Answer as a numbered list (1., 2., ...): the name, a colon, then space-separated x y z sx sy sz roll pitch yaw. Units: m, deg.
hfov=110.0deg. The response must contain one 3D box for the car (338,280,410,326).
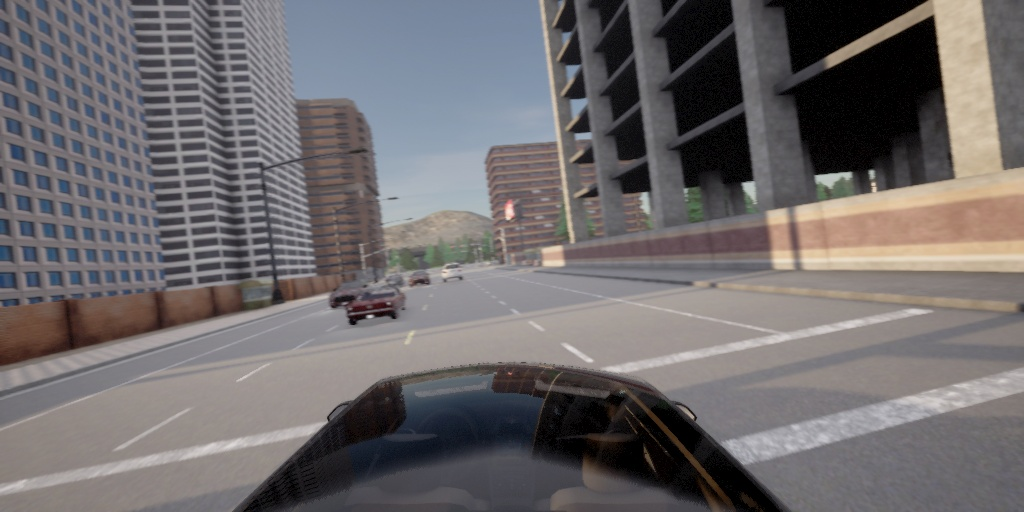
1. car: -5.937 2.106 16.131 1.895 1.301 4.718 -7 0 -10

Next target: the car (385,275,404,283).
1. car: -14.494 3.112 44.433 2.128 1.511 4.902 -7 0 -10

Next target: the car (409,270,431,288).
1. car: -10.192 2.416 39.774 2.097 1.767 4.553 -7 0 -10

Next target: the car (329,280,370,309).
1. car: -11.107 2.514 25.049 2.097 1.767 4.553 -7 0 -10

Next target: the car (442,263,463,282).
1. car: -6.985 1.888 42.064 2.150 2.045 5.566 -7 0 -10
